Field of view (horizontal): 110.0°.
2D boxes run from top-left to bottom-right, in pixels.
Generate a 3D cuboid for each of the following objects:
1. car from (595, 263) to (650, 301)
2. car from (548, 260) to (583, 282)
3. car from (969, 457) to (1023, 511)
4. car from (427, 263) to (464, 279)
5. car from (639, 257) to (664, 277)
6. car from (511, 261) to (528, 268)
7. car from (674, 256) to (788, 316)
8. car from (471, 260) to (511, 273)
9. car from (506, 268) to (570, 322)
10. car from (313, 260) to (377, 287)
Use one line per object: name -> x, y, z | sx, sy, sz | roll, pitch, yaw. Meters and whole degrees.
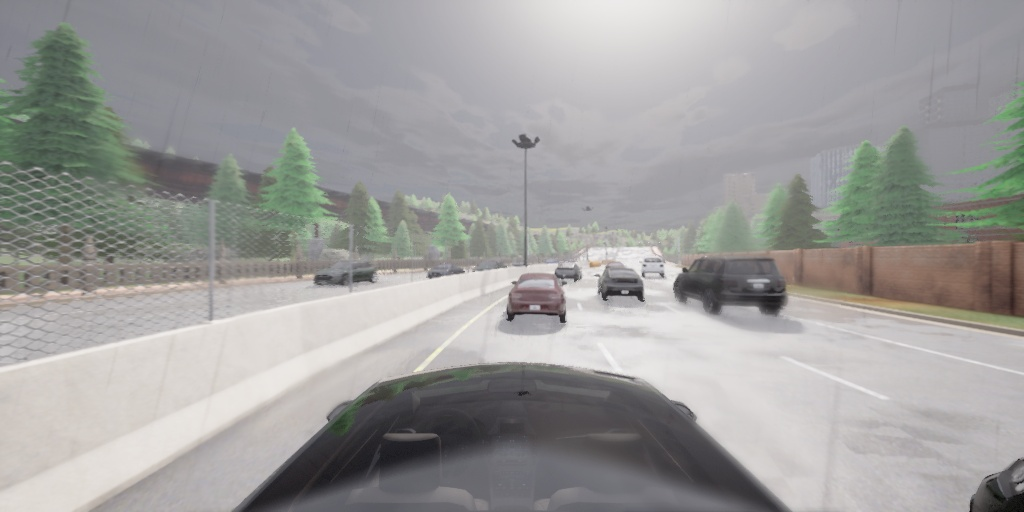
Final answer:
car -> 5.306, 1.314, 17.862 | 1.837, 1.490, 4.892 | 0, 0, 10
car -> 4.723, 1.323, 29.821 | 2.128, 1.511, 4.902 | 0, 0, 17
car -> 3.712, 1.328, 0.320 | 1.994, 1.385, 4.181 | 0, 0, -1
car -> -5.853, 1.349, 31.878 | 1.994, 1.385, 4.181 | 0, 0, 17
car -> 14.623, 1.116, 37.488 | 2.150, 2.045, 5.566 | 0, 0, 19
car -> 1.275, 1.486, 63.470 | 1.895, 1.301, 4.718 | 0, 0, 20
car -> 8.138, 1.036, 13.934 | 2.150, 2.045, 5.566 | 0, 0, 8
car -> -2.017, 1.156, 32.500 | 2.097, 1.767, 4.553 | 0, 0, 17
car -> 0.916, 1.302, 12.423 | 1.812, 1.442, 4.674 | 0, 0, 7
car -> -11.316, 1.096, 24.669 | 2.097, 1.767, 4.553 | 0, 0, 13
